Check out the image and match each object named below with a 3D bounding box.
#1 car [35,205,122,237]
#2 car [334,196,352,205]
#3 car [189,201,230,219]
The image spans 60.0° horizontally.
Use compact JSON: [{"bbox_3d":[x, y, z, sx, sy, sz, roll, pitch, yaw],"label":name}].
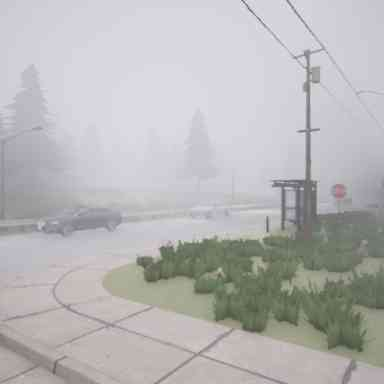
[{"bbox_3d":[-6.064,1.491,18.359,2.128,1.511,4.902,0,0,36],"label":"car"},{"bbox_3d":[25.588,1.352,56.092,2.097,1.767,4.553,0,0,36],"label":"car"},{"bbox_3d":[1.617,1.525,28.931,1.812,1.442,4.674,0,0,36],"label":"car"}]
